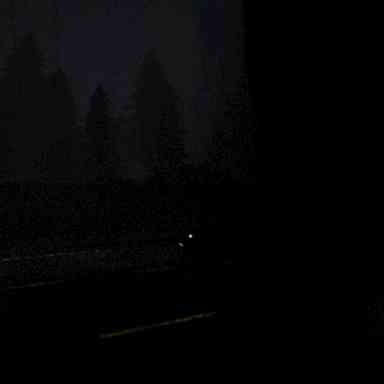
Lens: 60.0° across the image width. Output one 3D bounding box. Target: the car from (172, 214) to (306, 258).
[{"bbox_3d":[1.703,1.499,12.196,4.718,1.301,1.895,0,0,-21],"label":"car"}]
